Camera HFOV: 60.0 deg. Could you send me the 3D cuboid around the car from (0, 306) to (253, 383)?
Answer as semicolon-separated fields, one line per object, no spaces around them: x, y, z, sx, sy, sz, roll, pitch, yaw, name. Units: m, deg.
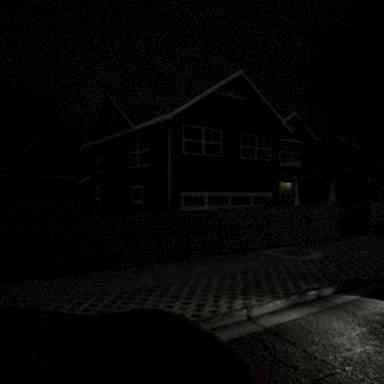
-1.990;1.536;1.692;5.357;1.411;2.033;0;0;-35;car
